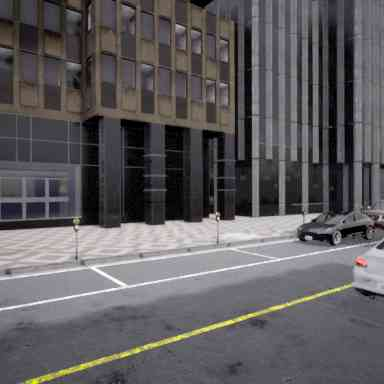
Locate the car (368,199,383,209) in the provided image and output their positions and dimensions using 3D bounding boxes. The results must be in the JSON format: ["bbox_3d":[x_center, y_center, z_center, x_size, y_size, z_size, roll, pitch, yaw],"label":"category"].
[{"bbox_3d":[11.275,1.314,18.559,5.009,1.841,2.192,0,0,-35],"label":"car"}]

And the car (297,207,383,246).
[{"bbox_3d":[6.687,1.565,15.285,4.313,1.339,1.947,0,0,-35],"label":"car"}]

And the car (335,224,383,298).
[{"bbox_3d":[5.307,1.525,7.218,4.674,1.442,1.812,0,0,-35],"label":"car"}]
